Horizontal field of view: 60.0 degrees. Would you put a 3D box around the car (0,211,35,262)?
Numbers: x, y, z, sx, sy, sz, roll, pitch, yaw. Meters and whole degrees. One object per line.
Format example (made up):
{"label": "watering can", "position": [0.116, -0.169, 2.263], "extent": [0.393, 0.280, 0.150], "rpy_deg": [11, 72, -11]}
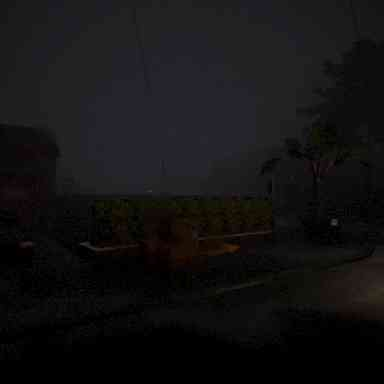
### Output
{"label": "car", "position": [-6.443, 1.356, 10.801], "extent": [2.033, 1.415, 5.357], "rpy_deg": [0, 0, -33]}
